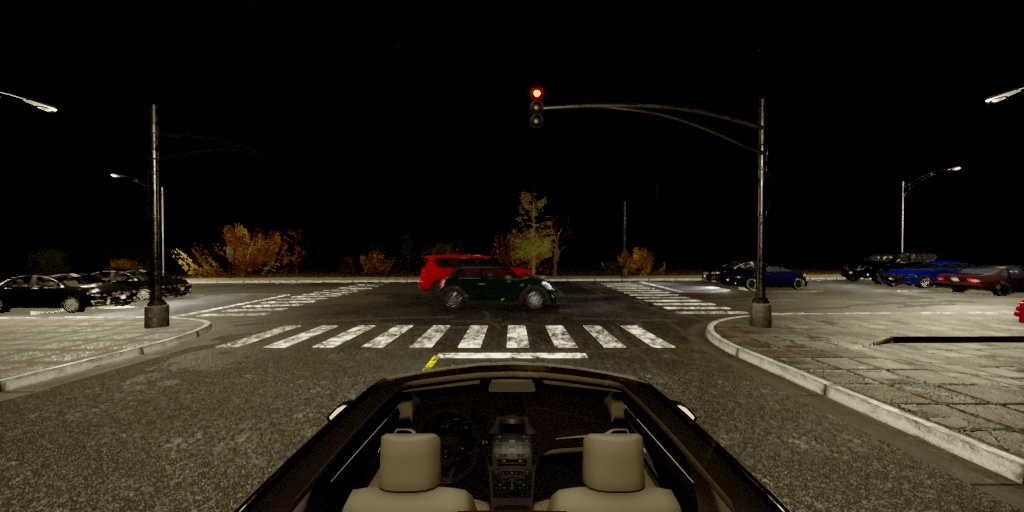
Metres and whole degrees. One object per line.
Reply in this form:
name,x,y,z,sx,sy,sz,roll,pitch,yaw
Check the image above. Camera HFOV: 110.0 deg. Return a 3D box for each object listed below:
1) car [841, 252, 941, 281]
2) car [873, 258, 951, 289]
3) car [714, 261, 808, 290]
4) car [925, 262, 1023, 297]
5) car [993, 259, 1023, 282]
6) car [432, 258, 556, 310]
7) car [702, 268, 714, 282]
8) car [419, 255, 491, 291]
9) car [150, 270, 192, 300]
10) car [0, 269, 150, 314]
car,25.405,0.738,23.932,5.566,2.045,2.150,0,1,1
car,24.433,1.041,20.693,5.008,1.535,1.882,0,1,0
car,14.497,1.187,20.775,4.181,1.385,1.994,0,1,0
car,23.848,1.157,17.249,5.357,1.411,2.033,0,1,0
car,35.886,0.946,23.838,4.902,1.511,2.128,0,1,1
car,-0.559,1.098,14.208,4.553,1.767,2.097,0,0,0
car,15.379,1.068,24.017,4.902,1.511,2.128,0,1,0
car,-1.674,0.953,17.469,5.566,2.045,2.150,0,0,1
car,-18.596,1.385,17.590,4.892,1.490,1.837,0,1,0
car,-17.958,1.422,14.336,4.892,1.490,1.837,-1,1,0
